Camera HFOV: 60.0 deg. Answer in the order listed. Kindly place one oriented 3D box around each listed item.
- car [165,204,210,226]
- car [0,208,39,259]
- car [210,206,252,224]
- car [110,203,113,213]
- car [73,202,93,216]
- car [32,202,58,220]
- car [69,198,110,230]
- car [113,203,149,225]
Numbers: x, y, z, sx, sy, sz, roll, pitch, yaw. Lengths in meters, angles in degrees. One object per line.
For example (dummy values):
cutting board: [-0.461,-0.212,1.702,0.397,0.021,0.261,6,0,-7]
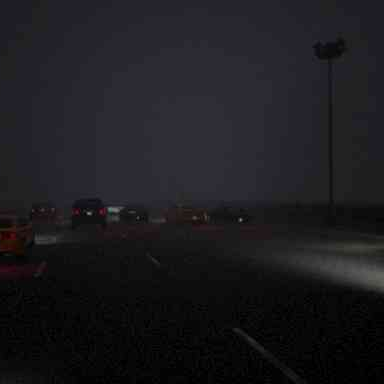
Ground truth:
car: [-0.650,1.642,25.440,1.882,1.535,5.008,0,0,-19]
car: [-7.338,1.622,12.858,1.882,1.535,5.008,0,0,-19]
car: [2.779,1.740,26.243,1.895,1.301,4.718,0,0,-19]
car: [-9.232,1.929,39.213,1.895,1.301,4.718,0,0,-19]
car: [-12.577,1.898,38.173,2.033,1.411,5.357,0,0,-19]
car: [-13.798,1.669,31.124,2.097,1.767,4.553,0,0,-19]
car: [-7.254,1.433,23.112,2.150,2.045,5.566,0,0,-19]
car: [-4.724,1.700,26.467,2.128,1.511,4.902,0,0,-20]
